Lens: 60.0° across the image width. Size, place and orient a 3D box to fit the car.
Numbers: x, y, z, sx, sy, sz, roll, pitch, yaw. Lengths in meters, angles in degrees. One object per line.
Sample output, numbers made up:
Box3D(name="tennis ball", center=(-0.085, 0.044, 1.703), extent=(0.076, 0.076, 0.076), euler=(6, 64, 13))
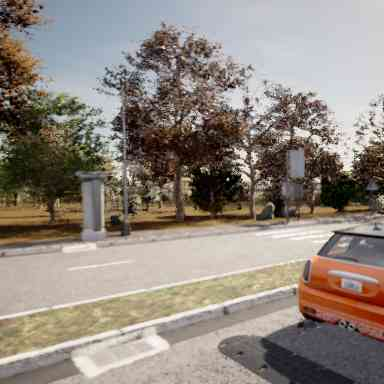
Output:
Box3D(name="car", center=(4.009, 1.342, 5.987), extent=(4.553, 1.767, 2.097), euler=(0, 0, -36))
